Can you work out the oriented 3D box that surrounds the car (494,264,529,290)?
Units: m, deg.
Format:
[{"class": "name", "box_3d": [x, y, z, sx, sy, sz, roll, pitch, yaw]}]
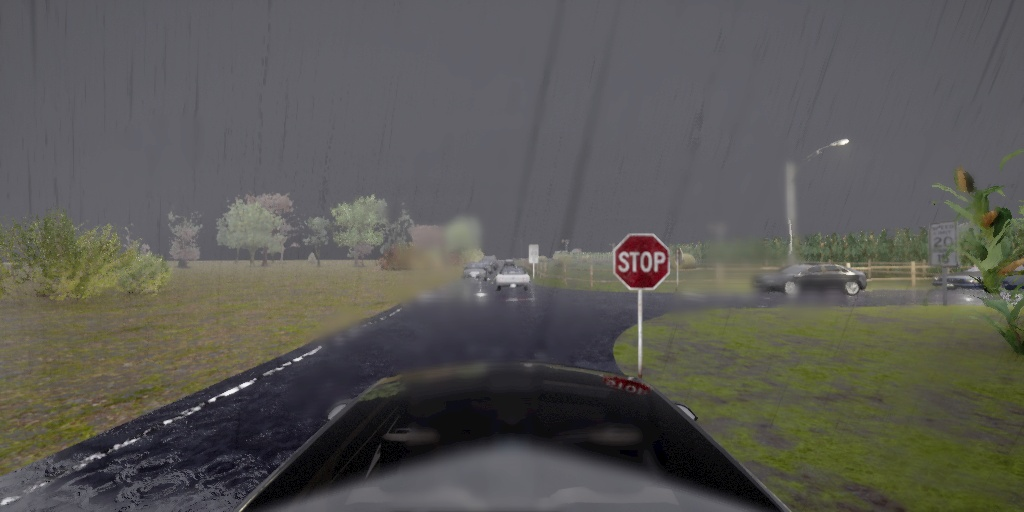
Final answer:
[{"class": "car", "box_3d": [0.047, 1.359, 22.487, 1.895, 1.301, 4.718, 0, 0, 0]}]

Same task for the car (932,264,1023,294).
[{"class": "car", "box_3d": [24.225, 1.076, 17.649, 5.357, 1.411, 2.033, -1, -1, -1]}]

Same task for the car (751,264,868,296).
[{"class": "car", "box_3d": [14.394, 1.128, 17.502, 4.892, 1.490, 1.837, -1, -1, -1]}]

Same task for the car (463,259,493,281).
[{"class": "car", "box_3d": [-2.941, 1.254, 29.980, 2.128, 1.511, 4.902, 0, 0, -2]}]

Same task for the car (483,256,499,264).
[{"class": "car", "box_3d": [-3.180, 1.009, 50.193, 2.150, 2.045, 5.566, 0, 0, -1]}]

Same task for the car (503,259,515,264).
[{"class": "car", "box_3d": [-0.483, 1.283, 61.708, 1.882, 1.535, 5.008, 0, 0, -1]}]

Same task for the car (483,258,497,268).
[{"class": "car", "box_3d": [-3.083, 1.265, 39.917, 2.128, 1.511, 4.902, 0, 0, -1]}]
